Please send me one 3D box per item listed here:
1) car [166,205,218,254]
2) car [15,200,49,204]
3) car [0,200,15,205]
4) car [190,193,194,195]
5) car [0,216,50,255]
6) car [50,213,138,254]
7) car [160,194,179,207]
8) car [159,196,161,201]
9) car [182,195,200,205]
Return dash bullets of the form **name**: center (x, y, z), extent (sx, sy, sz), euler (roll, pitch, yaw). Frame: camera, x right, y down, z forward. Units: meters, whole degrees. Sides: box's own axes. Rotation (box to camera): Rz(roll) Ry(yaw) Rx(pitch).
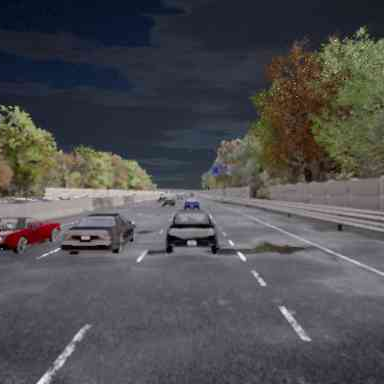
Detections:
- **car**: center (-0.005, 1.503, 13.618), extent (2.128, 1.511, 4.902), euler (0, 0, 0)
- **car**: center (-17.575, 1.582, 38.128), extent (2.033, 1.411, 5.357), euler (0, 0, 0)
- **car**: center (-21.071, 1.599, 38.621), extent (1.994, 1.385, 4.181), euler (0, 0, 0)
- **car**: center (-0.019, 1.622, 78.762), extent (1.994, 1.385, 4.181), euler (0, 0, 0)
- **car**: center (-7.005, 1.613, 13.324), extent (1.895, 1.301, 4.718), euler (0, 0, 0)
- **car**: center (-3.501, 1.559, 13.438), extent (2.033, 1.411, 5.357), euler (0, 0, 0)
- **car**: center (-3.517, 1.553, 52.963), extent (1.837, 1.490, 4.892), euler (0, 0, 0)
- **car**: center (-7.020, 1.551, 82.597), extent (1.882, 1.535, 5.008), euler (0, 0, 0)
- **car**: center (-0.011, 1.515, 42.803), extent (1.882, 1.535, 5.008), euler (0, 0, 0)
